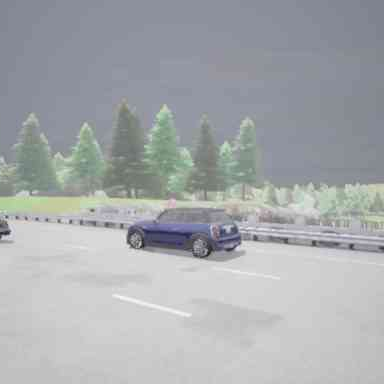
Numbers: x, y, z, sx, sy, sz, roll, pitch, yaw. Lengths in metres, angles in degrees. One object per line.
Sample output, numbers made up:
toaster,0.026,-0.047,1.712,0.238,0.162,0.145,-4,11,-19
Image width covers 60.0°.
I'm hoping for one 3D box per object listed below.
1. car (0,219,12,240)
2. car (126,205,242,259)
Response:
car,-10.813,1.588,16.056,5.357,1.411,2.033,0,0,36
car,-0.449,1.366,12.930,4.553,1.767,2.097,0,0,36
